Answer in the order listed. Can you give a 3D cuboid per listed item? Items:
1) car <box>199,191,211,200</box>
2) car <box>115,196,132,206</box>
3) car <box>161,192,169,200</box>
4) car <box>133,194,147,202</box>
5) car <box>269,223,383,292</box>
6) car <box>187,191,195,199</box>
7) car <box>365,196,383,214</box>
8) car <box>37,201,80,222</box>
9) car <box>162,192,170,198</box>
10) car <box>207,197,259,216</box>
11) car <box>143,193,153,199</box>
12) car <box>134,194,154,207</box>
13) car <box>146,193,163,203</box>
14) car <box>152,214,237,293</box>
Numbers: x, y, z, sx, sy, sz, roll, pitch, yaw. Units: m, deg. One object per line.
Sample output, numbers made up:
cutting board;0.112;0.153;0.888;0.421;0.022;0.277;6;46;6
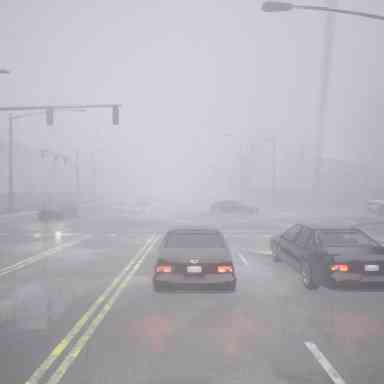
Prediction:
car;3.263;0.804;78.018;2.150;2.045;5.566;0;1;0
car;-10.750;1.442;52.650;1.812;1.442;4.674;0;1;0
car;-7.236;0.942;77.544;2.097;1.767;4.553;0;1;0
car;-10.709;1.277;68.639;2.033;1.411;5.357;0;1;0
car;3.552;1.547;9.079;2.033;1.411;5.357;0;0;0
car;-0.251;0.848;82.421;2.097;1.767;4.553;0;1;0
car;21.317;1.222;35.135;5.566;2.045;2.150;0;0;-2
car;-10.682;1.478;26.946;1.882;1.535;5.008;0;0;0
car;-7.282;0.762;92.792;1.837;1.490;4.892;0;1;0
car;4.137;1.490;32.714;4.892;1.490;1.837;0;1;25
car;-10.750;0.994;82.367;1.837;1.490;4.892;0;1;0
car;-7.136;1.415;49.464;1.882;1.535;5.008;0;0;-2
car;-7.247;1.367;62.852;1.994;1.385;4.181;0;1;0
car;0.052;1.547;8.970;2.033;1.411;5.357;0;0;0
